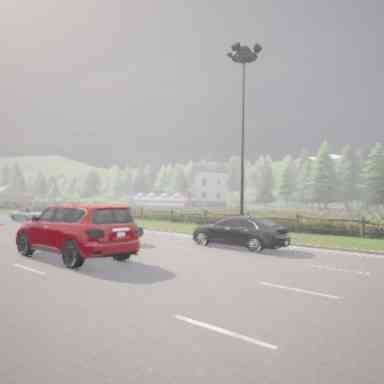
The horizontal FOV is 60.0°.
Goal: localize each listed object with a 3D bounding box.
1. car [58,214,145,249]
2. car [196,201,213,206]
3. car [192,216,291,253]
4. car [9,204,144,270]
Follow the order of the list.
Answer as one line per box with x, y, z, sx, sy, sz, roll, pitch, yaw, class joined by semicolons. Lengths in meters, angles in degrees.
-4.718;1.913;17.032;4.718;1.301;1.895;0;-2;40;car
3.220;3.216;85.114;4.605;1.855;1.932;0;-2;40;car
2.206;1.918;15.840;4.892;1.490;1.837;1;-1;40;car
-4.283;1.430;12.143;5.566;2.045;2.150;0;-2;40;car
